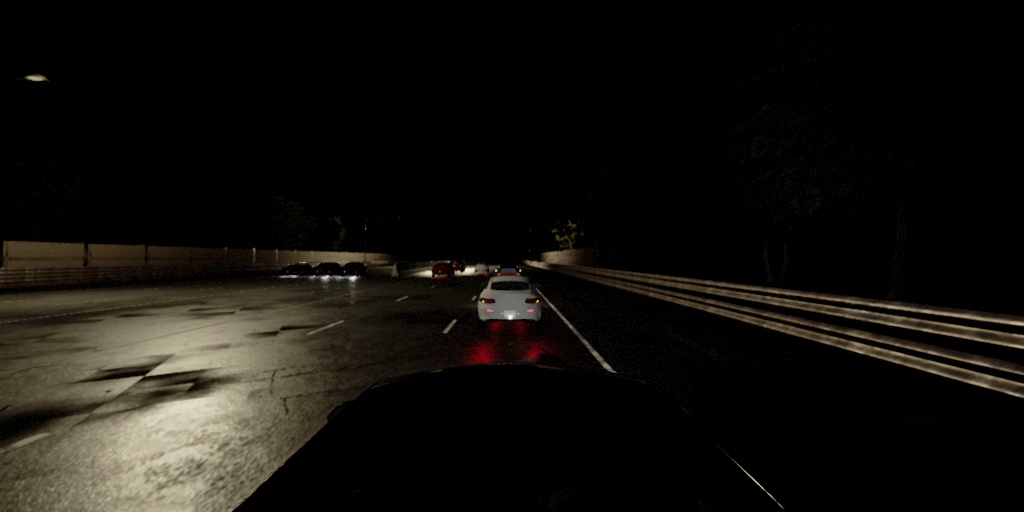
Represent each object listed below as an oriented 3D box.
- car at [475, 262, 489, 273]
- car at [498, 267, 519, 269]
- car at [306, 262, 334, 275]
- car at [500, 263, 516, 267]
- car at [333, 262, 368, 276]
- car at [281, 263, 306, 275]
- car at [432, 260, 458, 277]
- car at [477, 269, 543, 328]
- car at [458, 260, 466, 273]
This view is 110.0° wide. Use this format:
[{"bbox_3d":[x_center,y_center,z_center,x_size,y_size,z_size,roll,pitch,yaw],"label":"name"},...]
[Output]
[{"bbox_3d":[-4.171,1.547,50.146,1.812,1.442,4.674,0,-1,-1],"label":"car"},{"bbox_3d":[-0.150,1.442,18.790,1.895,1.301,4.718,0,0,-1],"label":"car"},{"bbox_3d":[-21.690,1.475,42.239,1.837,1.490,4.892,0,0,-1],"label":"car"},{"bbox_3d":[-0.260,1.447,25.998,1.994,1.385,4.181,0,0,-1],"label":"car"},{"bbox_3d":[-18.167,1.470,41.197,1.837,1.490,4.892,0,0,-1],"label":"car"},{"bbox_3d":[-25.204,1.478,42.244,1.994,1.385,4.181,0,2,-1],"label":"car"},{"bbox_3d":[-7.426,1.434,39.059,1.882,1.535,5.008,0,0,-1],"label":"car"},{"bbox_3d":[-0.064,1.326,11.498,1.812,1.442,4.674,0,0,0],"label":"car"},{"bbox_3d":[-7.657,1.369,49.557,2.097,1.767,4.553,0,0,-1],"label":"car"}]
